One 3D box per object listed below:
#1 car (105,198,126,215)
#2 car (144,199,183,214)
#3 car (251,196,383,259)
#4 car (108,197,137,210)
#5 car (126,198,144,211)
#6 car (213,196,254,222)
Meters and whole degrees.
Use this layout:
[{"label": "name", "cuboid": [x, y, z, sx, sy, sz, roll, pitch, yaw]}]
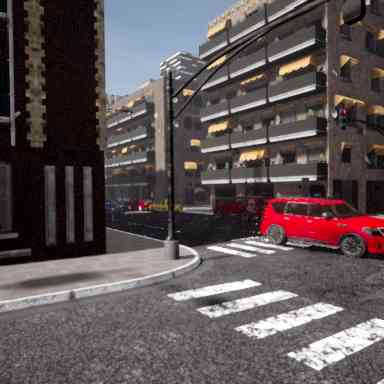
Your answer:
[{"label": "car", "cuboid": [-8.789, 1.357, 33.117, 2.097, 1.767, 4.553, -1, 1, -35]}, {"label": "car", "cuboid": [-2.778, 1.433, 34.491, 1.752, 1.417, 4.829, -1, 1, -35]}, {"label": "car", "cuboid": [5.289, 1.305, 13.349, 2.150, 2.045, 5.566, -1, 1, -35]}, {"label": "car", "cuboid": [-9.117, 1.459, 43.392, 2.008, 1.369, 4.403, -1, 1, -35]}, {"label": "car", "cuboid": [-5.898, 1.453, 38.872, 1.887, 1.381, 4.507, -1, 1, -35]}, {"label": "car", "cuboid": [3.755, 1.223, 25.310, 2.192, 1.841, 5.009, -1, 1, -35]}]
